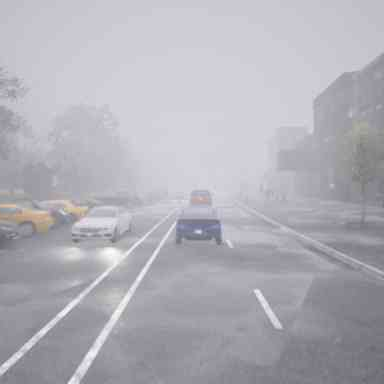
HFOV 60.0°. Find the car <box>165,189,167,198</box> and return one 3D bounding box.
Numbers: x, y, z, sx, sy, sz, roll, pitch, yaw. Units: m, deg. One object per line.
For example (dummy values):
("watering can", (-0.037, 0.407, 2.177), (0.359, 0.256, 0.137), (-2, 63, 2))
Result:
("car", (-7.159, 0.627, 57.290), (4.674, 1.452, 2.002), (-1, 1, -16))

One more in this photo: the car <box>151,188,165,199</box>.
("car", (-7.354, 0.509, 54.326), (4.553, 1.767, 2.185), (-1, 1, -16))

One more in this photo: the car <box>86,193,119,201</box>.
("car", (-8.918, 1.115, 27.638), (5.008, 1.535, 2.097), (-1, 1, -18))

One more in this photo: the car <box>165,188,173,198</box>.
("car", (-6.946, 0.288, 60.232), (5.566, 2.045, 2.435), (-1, 1, -15))

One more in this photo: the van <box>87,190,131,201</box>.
("van", (-8.768, 0.779, 33.524), (4.442, 1.987, 1.878), (-1, 1, -17))

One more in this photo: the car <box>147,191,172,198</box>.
("car", (-6.399, 0.486, 66.167), (4.674, 1.452, 2.002), (-1, 1, -15))

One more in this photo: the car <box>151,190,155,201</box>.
("car", (-7.970, 0.816, 45.443), (4.792, 1.488, 2.163), (-1, 1, -16))

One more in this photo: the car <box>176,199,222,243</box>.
("car", (0.307, 1.338, 15.314), (1.882, 1.535, 5.008), (0, 1, 1))

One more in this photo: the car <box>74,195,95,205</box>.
("car", (-9.296, 1.229, 21.636), (5.366, 1.575, 1.946), (-1, 1, -18))

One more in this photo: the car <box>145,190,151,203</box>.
("car", (-8.175, 0.840, 42.466), (5.008, 1.535, 2.097), (-1, 1, -17))

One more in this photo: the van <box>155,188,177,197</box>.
("van", (-5.724, 0.128, 72.108), (4.442, 1.987, 1.878), (-1, 1, -14))

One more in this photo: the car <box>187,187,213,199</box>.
("car", (0.957, 0.726, 33.832), (2.150, 2.045, 5.566), (0, 1, 3))

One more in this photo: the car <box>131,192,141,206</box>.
("car", (-8.516, 0.948, 36.540), (5.008, 1.535, 2.097), (-1, 1, -17))

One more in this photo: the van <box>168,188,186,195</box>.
("van", (-3.977, -0.138, 89.718), (4.442, 1.987, 1.878), (-1, 1, -13))

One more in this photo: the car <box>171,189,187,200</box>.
("car", (-1.944, 0.614, 56.301), (1.837, 1.490, 4.892), (0, 1, 5))

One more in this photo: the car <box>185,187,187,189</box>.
("car", (-4.750, 0.181, 83.810), (5.366, 1.575, 1.946), (-1, 1, -14))

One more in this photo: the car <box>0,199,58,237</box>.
("car", (-9.278, 1.341, 15.755), (5.008, 1.535, 2.097), (-1, 1, -19))

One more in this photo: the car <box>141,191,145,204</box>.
("car", (-8.320, 0.767, 39.503), (4.553, 1.767, 2.185), (-1, 1, -17))

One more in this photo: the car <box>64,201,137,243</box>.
("car", (-4.037, 1.381, 15.557), (1.812, 1.442, 4.674), (0, 1, 1))

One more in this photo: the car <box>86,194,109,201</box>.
("car", (-9.013, 1.172, 24.662), (5.008, 1.535, 2.097), (-1, 1, -18))

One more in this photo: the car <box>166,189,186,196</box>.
("car", (-4.214, 0.134, 86.801), (5.008, 1.535, 2.097), (-1, 1, -13))

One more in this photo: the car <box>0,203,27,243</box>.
("car", (-9.355, 1.392, 12.787), (4.892, 1.521, 2.231), (-1, 0, -19))

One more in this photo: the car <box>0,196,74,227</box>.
("car", (-9.237, 1.160, 18.720), (4.553, 1.767, 2.185), (-1, 1, -19))

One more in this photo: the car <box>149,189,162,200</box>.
("car", (-7.611, 0.686, 51.366), (4.892, 1.521, 2.231), (-1, 1, -16))
